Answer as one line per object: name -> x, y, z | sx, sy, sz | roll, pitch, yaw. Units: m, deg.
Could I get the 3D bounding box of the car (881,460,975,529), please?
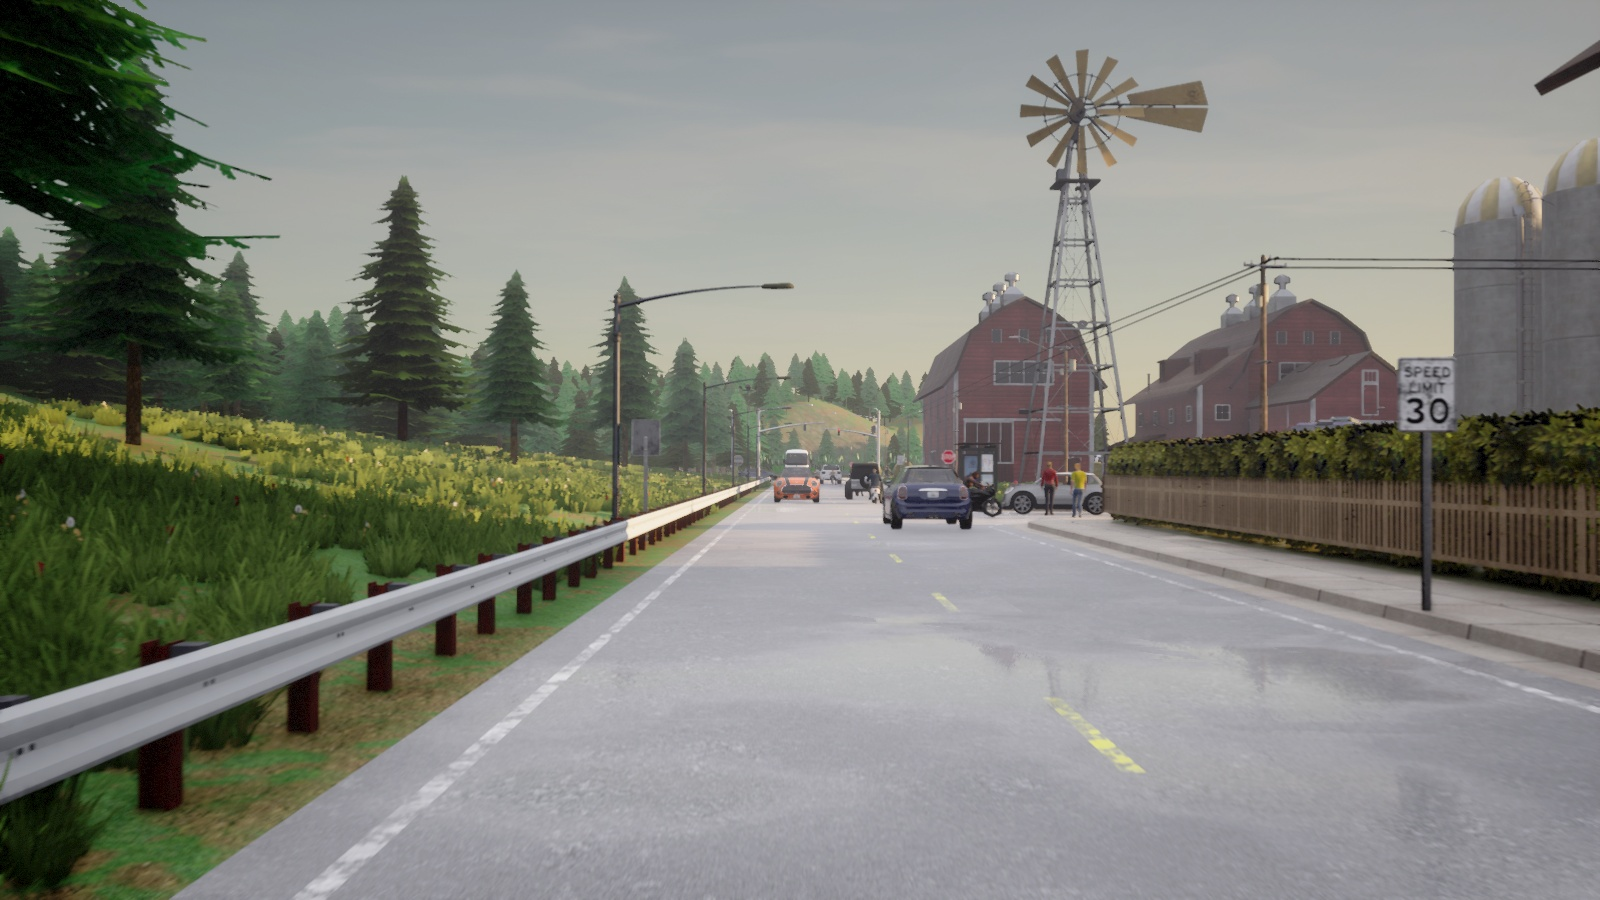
car -> 3.418, 1.176, 34.369 | 2.097, 1.767, 4.553 | 0, -1, 0

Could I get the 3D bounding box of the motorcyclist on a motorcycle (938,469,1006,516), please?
motorcyclist on a motorcycle -> 5.637, 1.393, 41.186 | 2.044, 1.523, 0.797 | -1, -1, 22

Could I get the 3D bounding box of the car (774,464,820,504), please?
car -> -0.139, 1.559, 58.778 | 2.097, 1.767, 4.553 | 0, -1, 0

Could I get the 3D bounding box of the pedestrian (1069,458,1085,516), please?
pedestrian -> 8.847, 1.168, 40.152 | 0.354, 1.836, 0.706 | 0, -1, 0

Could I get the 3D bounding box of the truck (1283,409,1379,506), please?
truck -> 22.973, 0.372, 54.049 | 2.891, 3.827, 8.468 | -1, -1, 29

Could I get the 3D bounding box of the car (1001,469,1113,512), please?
car -> 9.092, 1.415, 44.656 | 3.806, 1.475, 1.970 | 0, -1, 10

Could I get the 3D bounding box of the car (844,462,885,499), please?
car -> 3.345, 1.583, 65.468 | 1.905, 1.878, 3.866 | 0, -1, 0

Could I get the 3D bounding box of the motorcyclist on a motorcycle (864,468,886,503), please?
motorcyclist on a motorcycle -> 3.403, 1.616, 57.238 | 0.866, 1.590, 1.817 | 0, -1, -1

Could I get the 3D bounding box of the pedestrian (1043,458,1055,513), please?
pedestrian -> 8.446, 1.206, 42.559 | 0.331, 1.846, 0.636 | 0, -1, 15
